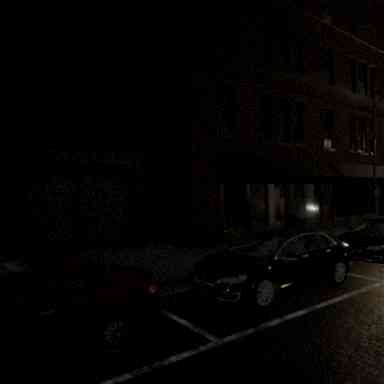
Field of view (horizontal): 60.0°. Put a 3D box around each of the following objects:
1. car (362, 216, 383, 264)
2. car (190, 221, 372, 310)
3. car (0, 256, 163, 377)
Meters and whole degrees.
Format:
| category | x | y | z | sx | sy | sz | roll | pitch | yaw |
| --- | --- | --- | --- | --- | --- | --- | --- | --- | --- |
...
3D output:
| category | x | y | z | sx | sy | sz | roll | pitch | yaw |
| --- | --- | --- | --- | --- | --- | --- | --- | --- | --- |
| car | 6.337 | 1.479 | 10.870 | 4.403 | 1.369 | 2.008 | -1 | 0 | -36 |
| car | 1.969 | 1.530 | 7.673 | 4.403 | 1.369 | 2.008 | -1 | 0 | -36 |
| car | -2.398 | 1.611 | 4.477 | 4.206 | 1.307 | 1.802 | -1 | 0 | -36 |
